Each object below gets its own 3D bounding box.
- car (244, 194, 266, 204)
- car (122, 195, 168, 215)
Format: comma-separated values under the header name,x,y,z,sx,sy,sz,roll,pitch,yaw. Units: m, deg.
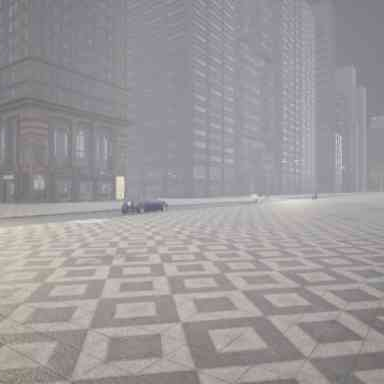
name,x,y,z,sx,sy,sz,roll,pitch,yaw
car,9.350,1.003,49.563,1.812,1.442,4.674,0,1,36
car,-4.212,1.069,30.473,2.097,1.767,4.553,0,1,35
